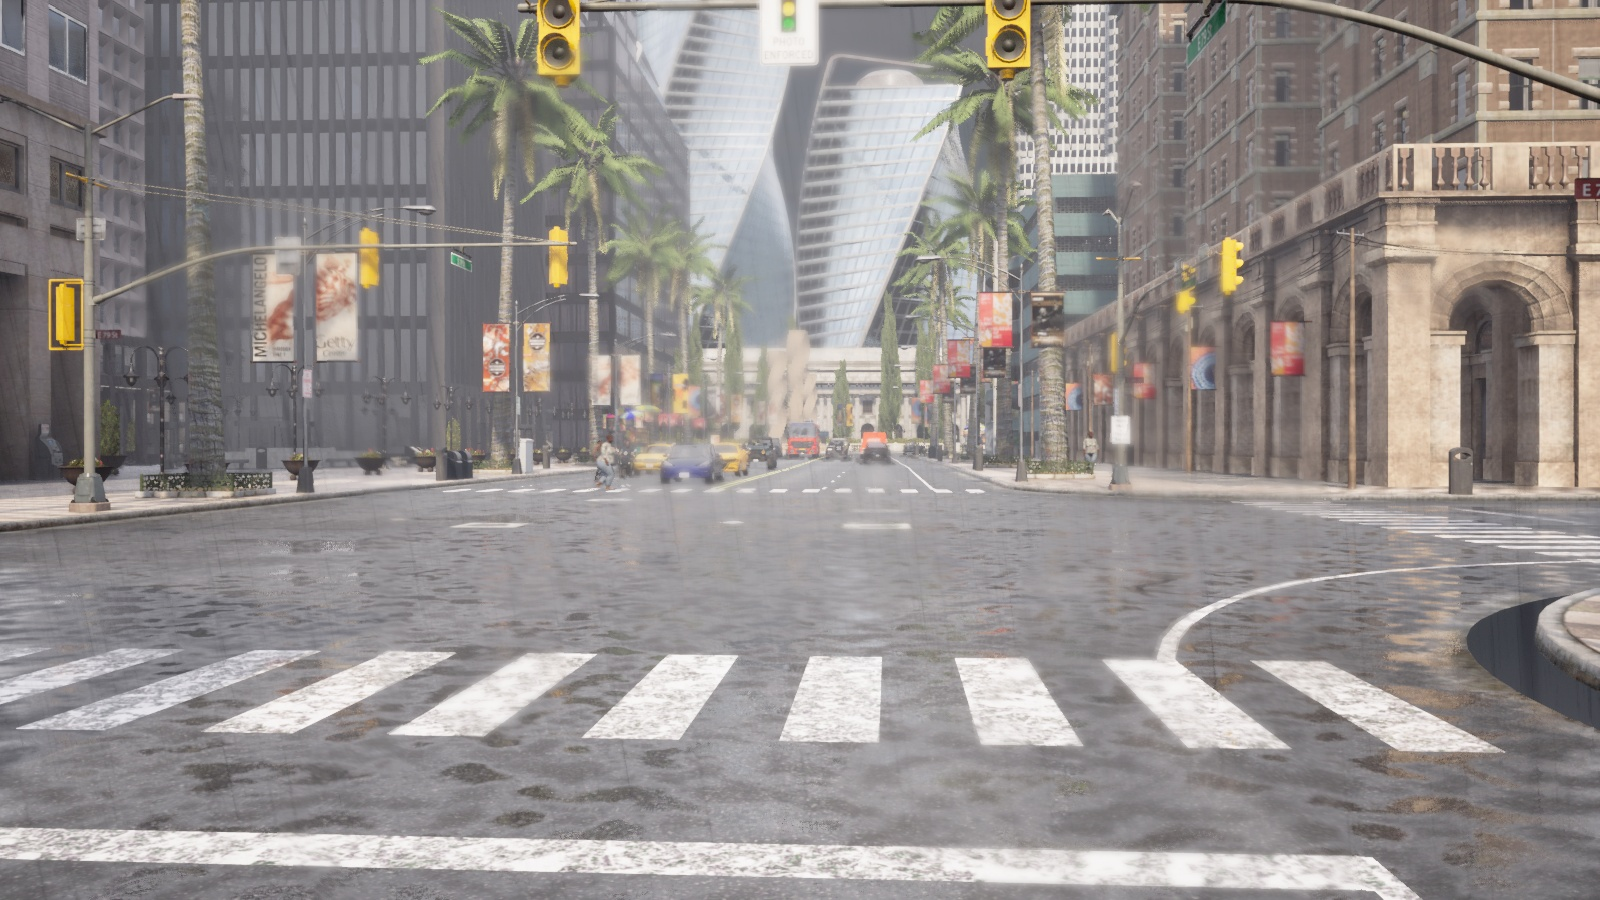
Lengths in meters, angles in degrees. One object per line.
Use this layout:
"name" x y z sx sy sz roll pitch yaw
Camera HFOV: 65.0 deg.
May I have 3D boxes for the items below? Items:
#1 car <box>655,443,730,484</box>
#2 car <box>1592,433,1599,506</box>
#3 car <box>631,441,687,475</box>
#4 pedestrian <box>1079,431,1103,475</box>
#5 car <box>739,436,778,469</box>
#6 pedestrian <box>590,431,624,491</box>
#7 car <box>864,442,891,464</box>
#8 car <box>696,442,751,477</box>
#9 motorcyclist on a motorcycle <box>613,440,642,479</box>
"car" -4.036 0.473 47.851 2.163 1.488 4.792 0 0 4
"car" 20.418 0.451 27.582 4.611 1.667 2.242 0 0 3
"car" -6.738 0.338 60.588 1.801 1.575 5.366 0 0 4
"pedestrian" 12.410 0.111 53.589 0.874 1.855 0.900 0 0 5
"car" -2.400 0.126 73.371 1.905 1.878 3.866 0 0 4
"pedestrian" -5.985 0.328 38.961 0.900 1.855 0.874 0 0 3
"car" 5.528 0.220 90.069 1.882 1.535 5.008 0 0 3
"car" -3.441 0.398 57.258 1.882 1.535 5.008 0 0 4
"motorcyclist on a motorcycle" -7.234 0.396 52.741 0.866 1.590 1.817 0 0 4
